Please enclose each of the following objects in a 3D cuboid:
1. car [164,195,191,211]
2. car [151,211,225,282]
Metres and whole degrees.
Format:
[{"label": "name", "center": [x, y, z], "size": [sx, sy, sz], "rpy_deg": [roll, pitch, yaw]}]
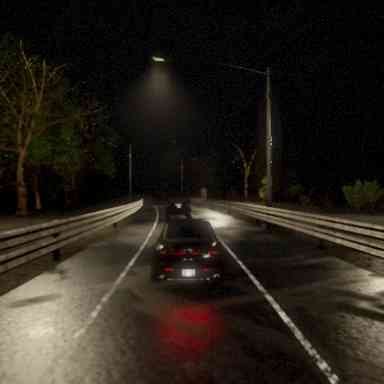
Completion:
[{"label": "car", "center": [-1.328, 1.326, 30.310], "size": [2.150, 2.045, 5.566], "rpy_deg": [0, 0, -5]}, {"label": "car", "center": [-0.132, 1.545, 9.863], "size": [1.837, 1.490, 4.892], "rpy_deg": [0, 0, -1]}]
